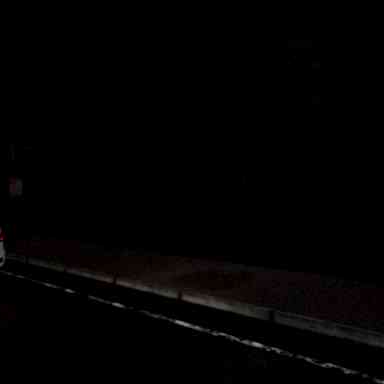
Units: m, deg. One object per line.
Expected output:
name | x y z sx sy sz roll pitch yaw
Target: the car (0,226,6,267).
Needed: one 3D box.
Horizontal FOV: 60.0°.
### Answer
car | -7.106 1.215 8.758 5.566 2.045 2.150 0 0 36
